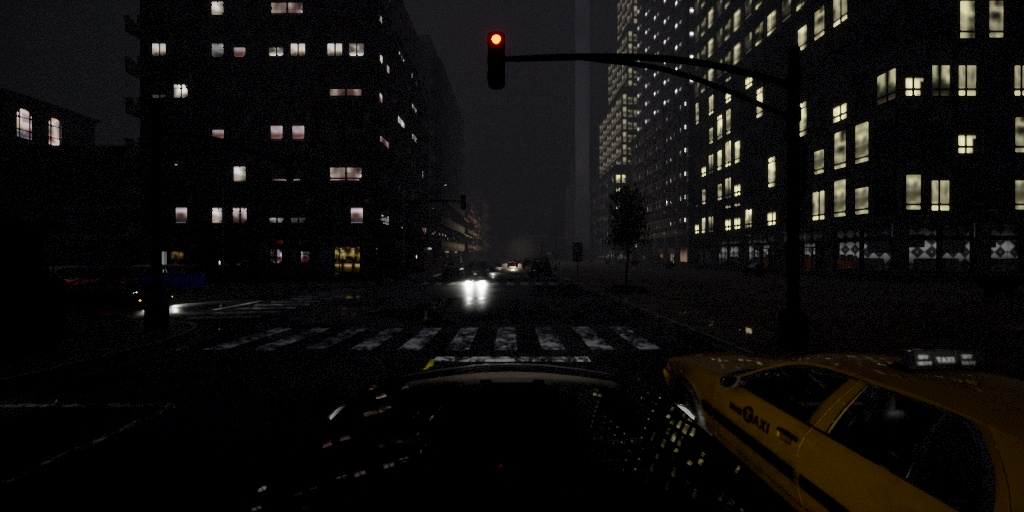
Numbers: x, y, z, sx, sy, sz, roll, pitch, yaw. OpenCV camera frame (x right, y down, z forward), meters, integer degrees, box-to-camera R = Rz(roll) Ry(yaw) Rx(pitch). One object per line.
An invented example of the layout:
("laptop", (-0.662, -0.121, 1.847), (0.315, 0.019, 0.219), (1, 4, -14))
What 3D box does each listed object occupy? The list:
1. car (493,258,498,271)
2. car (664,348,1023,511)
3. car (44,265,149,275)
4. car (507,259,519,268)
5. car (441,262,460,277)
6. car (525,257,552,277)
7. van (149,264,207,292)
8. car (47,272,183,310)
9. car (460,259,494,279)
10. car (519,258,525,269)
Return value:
("car", (-3.096, 1.241, 45.522), (1.882, 1.535, 5.008), (0, 1, 0))
("car", (2.689, 1.275, 2.515), (1.751, 1.417, 4.829), (0, 0, 0))
("car", (-22.715, 1.440, 18.947), (4.553, 1.767, 2.097), (-1, 0, -1))
("car", (0.106, 1.278, 64.295), (2.128, 1.511, 4.902), (0, 0, 0))
("car", (-5.688, 1.305, 34.758), (2.007, 1.370, 4.403), (0, 0, 0))
("car", (2.692, 1.069, 34.758), (2.192, 1.841, 5.009), (0, 0, 0))
("van", (-20.766, 1.388, 21.519), (3.998, 1.789, 1.690), (0, 0, -1))
("car", (-17.601, 1.581, 15.754), (4.181, 1.385, 1.994), (-1, 0, -1))
("car", (-3.096, 1.245, 32.449), (2.128, 1.511, 4.902), (0, 0, 0))
("car", (2.693, 1.091, 56.863), (2.192, 1.841, 5.009), (0, 0, 0))
